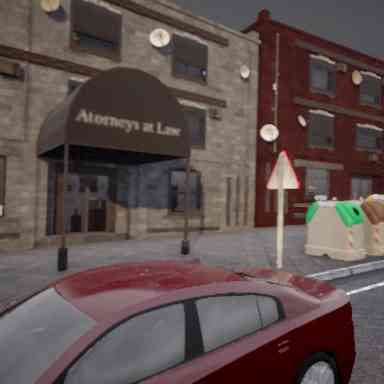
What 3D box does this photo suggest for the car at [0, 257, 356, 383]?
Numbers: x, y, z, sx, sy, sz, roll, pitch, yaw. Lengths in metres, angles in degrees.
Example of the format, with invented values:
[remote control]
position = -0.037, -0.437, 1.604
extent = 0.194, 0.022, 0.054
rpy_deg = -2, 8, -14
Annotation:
[car]
position = -0.637, 1.433, 2.828
extent = 5.008, 1.535, 1.882
rpy_deg = -1, 1, -35
